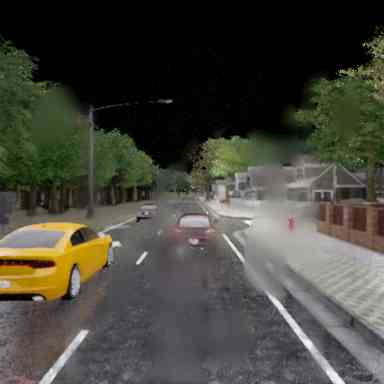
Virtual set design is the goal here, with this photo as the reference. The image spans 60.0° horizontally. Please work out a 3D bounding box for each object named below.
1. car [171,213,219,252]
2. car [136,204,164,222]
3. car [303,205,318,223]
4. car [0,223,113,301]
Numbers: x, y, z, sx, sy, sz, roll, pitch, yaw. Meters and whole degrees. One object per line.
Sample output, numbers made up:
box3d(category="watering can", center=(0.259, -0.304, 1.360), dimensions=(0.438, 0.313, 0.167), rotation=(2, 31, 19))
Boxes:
box3d(category="car", center=(0.148, 1.607, 14.120), dimensions=(1.812, 1.442, 4.674), rotation=(0, 0, 2))
box3d(category="car", center=(-3.415, 1.692, 27.630), dimensions=(2.033, 1.411, 5.357), rotation=(0, 0, 0))
box3d(category="car", center=(10.678, 1.581, 24.300), dimensions=(4.902, 1.511, 2.128), rotation=(0, -1, 0))
box3d(category="car", center=(-3.412, 1.529, 8.499), dimensions=(1.882, 1.535, 5.008), rotation=(0, 0, 0))
